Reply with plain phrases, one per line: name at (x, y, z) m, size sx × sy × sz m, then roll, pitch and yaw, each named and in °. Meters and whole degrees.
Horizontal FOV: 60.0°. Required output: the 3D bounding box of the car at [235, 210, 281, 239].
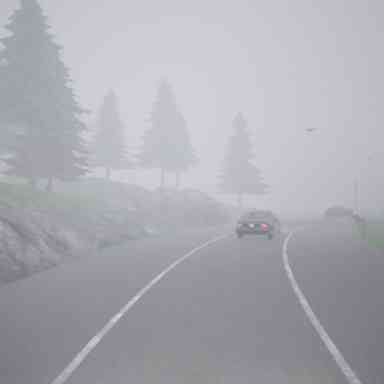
car at (3.809, 1.731, 18.566) m, size 2.033 × 1.411 × 5.357 m, roll -2°, pitch -2°, yaw 21°

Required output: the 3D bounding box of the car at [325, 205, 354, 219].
car at (17.204, 2.312, 38.732) m, size 2.128 × 1.511 × 4.902 m, roll -5°, pitch -5°, yaw 45°
